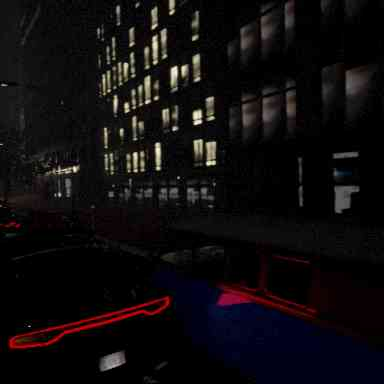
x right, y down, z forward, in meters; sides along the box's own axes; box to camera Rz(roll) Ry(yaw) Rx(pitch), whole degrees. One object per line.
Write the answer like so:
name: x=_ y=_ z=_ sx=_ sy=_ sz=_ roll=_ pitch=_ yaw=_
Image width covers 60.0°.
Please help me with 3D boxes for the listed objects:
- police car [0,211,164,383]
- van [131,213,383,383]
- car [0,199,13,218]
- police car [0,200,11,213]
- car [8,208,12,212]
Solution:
police car: x=-2.262 y=1.339 z=5.155 sx=1.930 sy=1.638 sz=5.238 roll=-3 pitch=2 yaw=-36
van: x=1.025 y=1.208 z=3.678 sx=1.690 sy=1.788 sz=3.998 roll=-3 pitch=2 yaw=-36
car: x=-15.730 y=1.291 z=26.687 sx=1.802 sy=1.307 sz=4.206 roll=-3 pitch=2 yaw=-36
police car: x=-8.151 y=1.283 z=13.237 sx=1.930 sy=1.638 sz=5.238 roll=-3 pitch=2 yaw=-36
car: x=-5.673 y=1.386 z=12.885 sx=1.802 sy=1.307 sz=4.206 roll=-3 pitch=2 yaw=-36
